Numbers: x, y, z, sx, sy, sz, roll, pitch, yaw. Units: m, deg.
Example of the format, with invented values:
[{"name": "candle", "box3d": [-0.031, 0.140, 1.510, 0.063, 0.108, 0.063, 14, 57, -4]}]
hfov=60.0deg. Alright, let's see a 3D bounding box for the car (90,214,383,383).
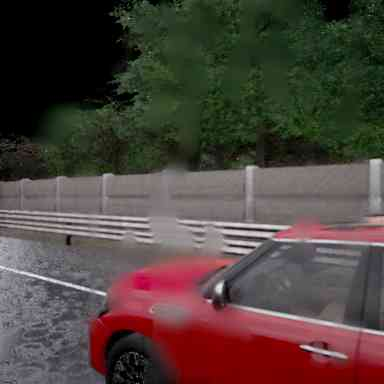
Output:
[{"name": "car", "box3d": [1.524, 1.223, 2.905, 5.566, 2.045, 2.150, 0, 0, 35]}]
